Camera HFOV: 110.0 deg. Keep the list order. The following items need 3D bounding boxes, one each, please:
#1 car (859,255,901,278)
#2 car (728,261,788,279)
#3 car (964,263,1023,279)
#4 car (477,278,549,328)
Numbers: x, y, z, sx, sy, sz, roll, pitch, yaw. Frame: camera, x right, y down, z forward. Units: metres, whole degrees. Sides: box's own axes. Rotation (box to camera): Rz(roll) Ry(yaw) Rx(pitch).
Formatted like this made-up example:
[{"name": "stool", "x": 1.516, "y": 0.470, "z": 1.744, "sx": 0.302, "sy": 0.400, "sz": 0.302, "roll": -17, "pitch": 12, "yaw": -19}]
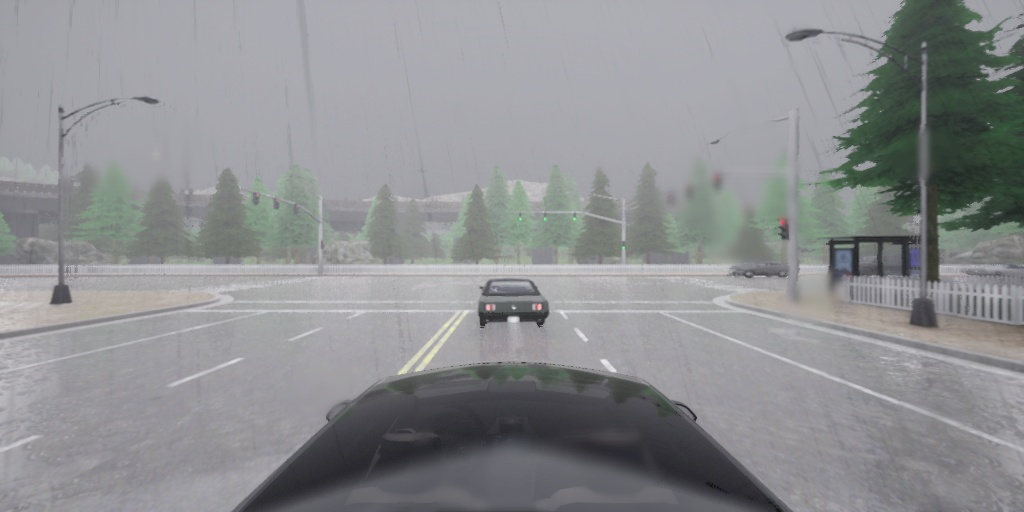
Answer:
[{"name": "car", "x": 31.678, "y": 0.895, "z": 31.268, "sx": 5.566, "sy": 2.045, "sz": 2.150, "roll": 0, "pitch": 0, "yaw": 1}, {"name": "car", "x": 21.644, "y": 1.165, "z": 31.377, "sx": 4.902, "sy": 1.511, "sz": 2.128, "roll": 0, "pitch": 0, "yaw": 0}, {"name": "car", "x": 41.959, "y": 1.274, "z": 30.384, "sx": 4.718, "sy": 1.301, "sz": 1.895, "roll": 0, "pitch": 0, "yaw": 11}, {"name": "car", "x": -0.107, "y": 1.344, "z": 11.443, "sx": 1.895, "sy": 1.301, "sz": 4.718, "roll": 0, "pitch": 0, "yaw": -4}]
